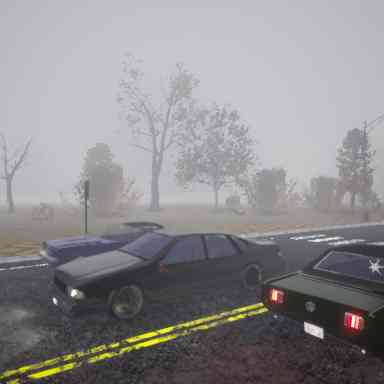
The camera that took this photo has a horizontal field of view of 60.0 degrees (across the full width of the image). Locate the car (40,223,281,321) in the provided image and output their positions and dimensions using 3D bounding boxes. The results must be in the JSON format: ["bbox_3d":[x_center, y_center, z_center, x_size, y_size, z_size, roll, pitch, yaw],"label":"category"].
[{"bbox_3d":[-0.241,1.547,7.430,5.357,1.411,2.033,0,0,-35],"label":"car"}]

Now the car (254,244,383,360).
[{"bbox_3d":[3.494,1.600,5.795,4.718,1.301,1.895,0,0,-35],"label":"car"}]

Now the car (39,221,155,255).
[{"bbox_3d":[-2.029,1.600,10.134,4.718,1.301,1.895,0,0,-34],"label":"car"}]
